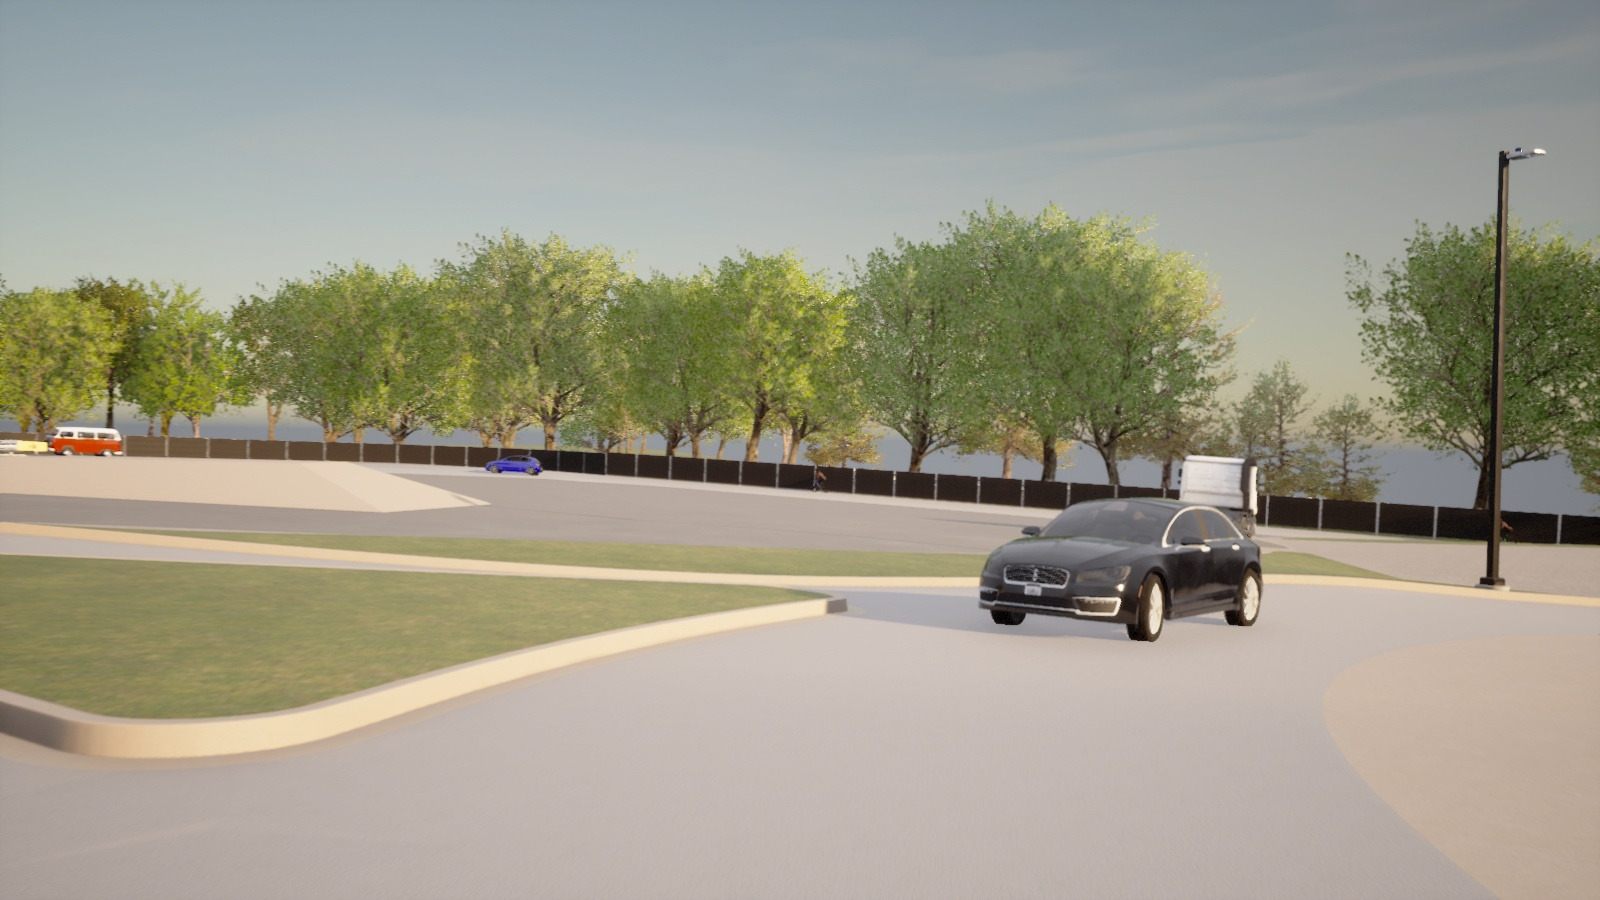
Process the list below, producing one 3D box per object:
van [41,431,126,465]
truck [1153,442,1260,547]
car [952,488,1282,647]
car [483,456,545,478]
[{"bbox_3d":[-48.183,-0.101,84.506,2.069,2.038,4.480,4,0,43],"label":"van"},{"bbox_3d":[15.549,1.689,47.604,2.891,3.462,7.936,4,-1,23],"label":"truck"},{"bbox_3d":[3.889,1.279,14.700,1.837,1.490,4.892,1,-2,39],"label":"car"},{"bbox_3d":[-21.345,1.282,93.862,4.193,1.474,1.816,3,-1,0],"label":"car"}]
